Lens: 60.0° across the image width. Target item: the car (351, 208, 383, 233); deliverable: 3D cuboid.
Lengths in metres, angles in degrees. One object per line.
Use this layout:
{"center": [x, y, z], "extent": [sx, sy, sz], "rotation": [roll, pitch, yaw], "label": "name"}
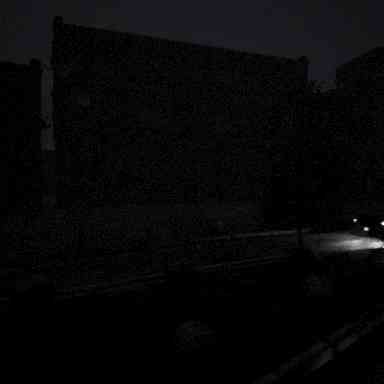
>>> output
{"center": [9.497, 1.048, 14.199], "extent": [5.357, 1.411, 2.033], "rotation": [-1, 0, -19], "label": "car"}
